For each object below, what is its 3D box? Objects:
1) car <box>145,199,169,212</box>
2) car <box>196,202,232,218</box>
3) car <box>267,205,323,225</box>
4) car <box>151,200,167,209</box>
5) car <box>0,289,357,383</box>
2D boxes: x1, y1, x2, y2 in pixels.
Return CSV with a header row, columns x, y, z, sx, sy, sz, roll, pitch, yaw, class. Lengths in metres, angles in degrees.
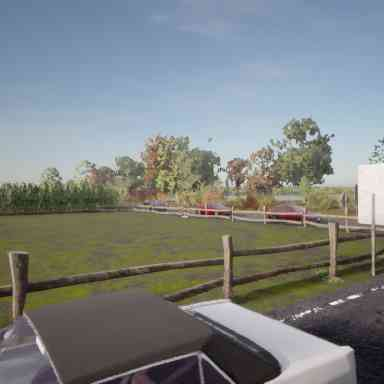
x,y,z,sx,sy,sz,roll,pitch,yaw,class
-4.749,2.115,46.900,1.994,1.385,4.181,-1,0,-24,car
2.330,1.849,35.028,1.882,1.535,5.008,-1,0,-34,car
8.107,1.756,26.634,1.812,1.442,4.674,-1,0,-35,car
-5.744,2.175,57.614,1.812,1.442,4.674,0,-1,-17,car
-0.933,1.601,2.372,4.718,1.301,1.895,0,0,-35,car
